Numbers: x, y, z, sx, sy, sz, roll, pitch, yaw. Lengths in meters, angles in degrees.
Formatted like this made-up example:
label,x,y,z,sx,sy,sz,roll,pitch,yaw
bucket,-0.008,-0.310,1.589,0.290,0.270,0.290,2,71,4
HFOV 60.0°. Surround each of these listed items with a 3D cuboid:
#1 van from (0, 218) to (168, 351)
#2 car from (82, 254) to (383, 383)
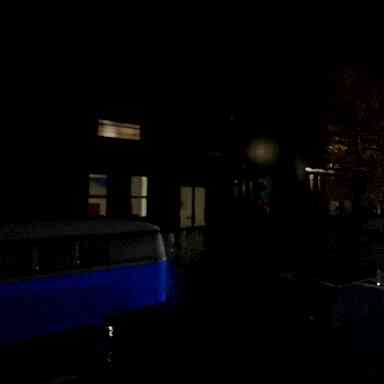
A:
label,x,y,z,sx,sy,sz,roll,pitch,yaw
van,-2.286,1.342,4.903,3.998,1.788,1.690,0,1,-35
car,1.285,1.601,4.263,4.718,1.301,1.895,0,0,-35
